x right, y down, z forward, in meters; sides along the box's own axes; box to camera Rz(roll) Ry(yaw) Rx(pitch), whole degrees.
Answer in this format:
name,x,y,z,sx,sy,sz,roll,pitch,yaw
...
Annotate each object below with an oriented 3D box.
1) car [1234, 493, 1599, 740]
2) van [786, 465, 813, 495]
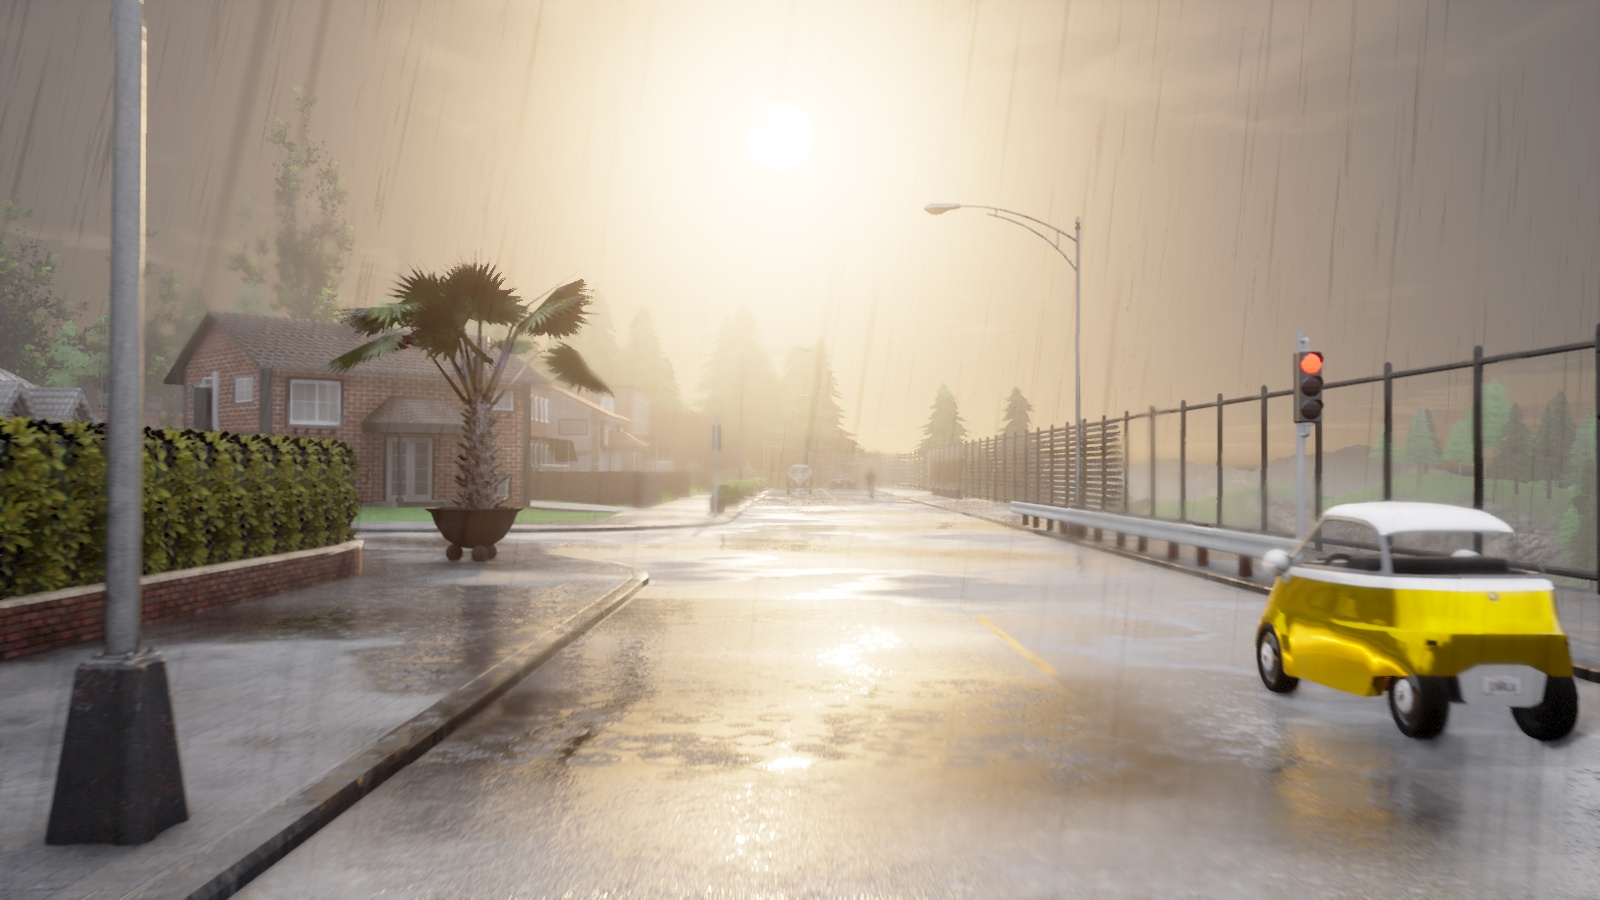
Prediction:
name,x,y,z,sx,sy,sz,roll,pitch,yaw
car,4.005,0.996,8.326,1.481,1.376,2.207,0,-1,0
van,-0.032,1.984,83.735,1.775,1.987,4.442,0,-1,0
